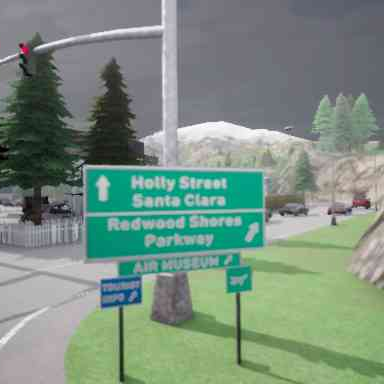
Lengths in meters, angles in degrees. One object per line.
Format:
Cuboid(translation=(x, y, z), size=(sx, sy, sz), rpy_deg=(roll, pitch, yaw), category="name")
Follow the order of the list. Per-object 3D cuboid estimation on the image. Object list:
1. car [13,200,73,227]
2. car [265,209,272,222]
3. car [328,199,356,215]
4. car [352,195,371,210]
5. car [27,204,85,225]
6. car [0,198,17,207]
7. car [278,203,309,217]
Cuboid(translation=(-10.746, 1.797, 24.866), size=(1.905, 1.878, 3.866), rpy_deg=(-1, -1, 35), category="car")
Cuboid(translation=(4.979, 1.892, 27.925), size=(2.033, 1.411, 5.357), rpy_deg=(-1, -1, 36), category="car")
Cuboid(translation=(17.052, 1.860, 38.265), size=(1.994, 1.385, 4.181), rpy_deg=(-1, -1, 36), category="car")
Cuboid(translation=(25.255, 1.519, 49.742), size=(2.150, 2.045, 5.566), rpy_deg=(-1, -1, 33), category="car")
Cuboid(translation=(-12.851, 2.036, 31.679), size=(2.242, 1.667, 4.611), rpy_deg=(-1, -1, 35), category="car")
Cuboid(translation=(-36.989, 2.374, 68.781), size=(4.514, 1.523, 2.007), rpy_deg=(-1, -1, 35), category="car")
Cuboid(translation=(11.258, 1.892, 36.547), size=(2.033, 1.411, 5.357), rpy_deg=(-1, -1, 36), category="car")
